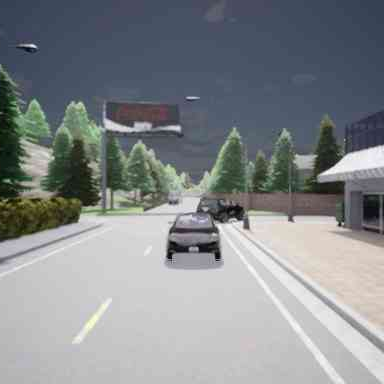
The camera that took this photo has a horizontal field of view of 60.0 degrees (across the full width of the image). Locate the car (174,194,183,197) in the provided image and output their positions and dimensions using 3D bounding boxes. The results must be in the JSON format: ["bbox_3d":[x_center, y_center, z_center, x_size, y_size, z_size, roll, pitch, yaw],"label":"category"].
[{"bbox_3d":[-3.382,1.525,78.361,2.150,2.045,5.566,0,0,0],"label":"car"}]

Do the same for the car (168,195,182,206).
[{"bbox_3d":[-3.423,1.811,62.781,2.033,1.411,5.357,0,0,1],"label":"car"}]

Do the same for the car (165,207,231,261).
[{"bbox_3d":[0.074,1.545,12.562,2.128,1.511,4.902,0,0,1],"label":"car"}]

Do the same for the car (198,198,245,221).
[{"bbox_3d":[2.519,1.493,27.746,2.150,2.045,5.566,-2,-1,33],"label":"car"}]
